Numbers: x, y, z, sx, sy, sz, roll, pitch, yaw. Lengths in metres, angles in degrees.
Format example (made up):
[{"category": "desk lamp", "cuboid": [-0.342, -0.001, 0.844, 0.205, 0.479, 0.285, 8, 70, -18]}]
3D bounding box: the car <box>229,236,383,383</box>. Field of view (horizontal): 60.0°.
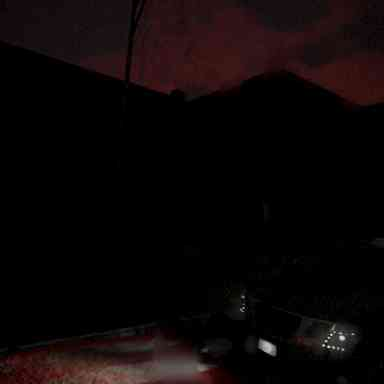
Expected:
[{"category": "car", "cuboid": [3.266, 1.897, 5.993, 5.566, 2.045, 2.150, 5, -3, -35]}]
